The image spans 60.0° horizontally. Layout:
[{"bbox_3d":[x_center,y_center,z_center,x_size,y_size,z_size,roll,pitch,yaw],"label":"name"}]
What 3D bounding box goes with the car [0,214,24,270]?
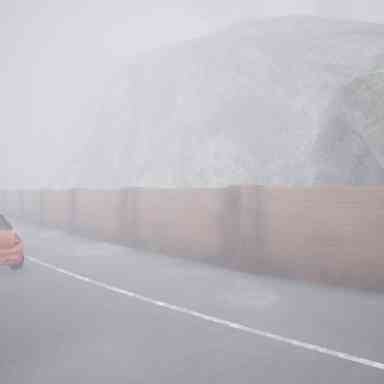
[{"bbox_3d":[-6.847,1.364,10.175,2.097,1.767,4.553,0,0,-43],"label":"car"}]
